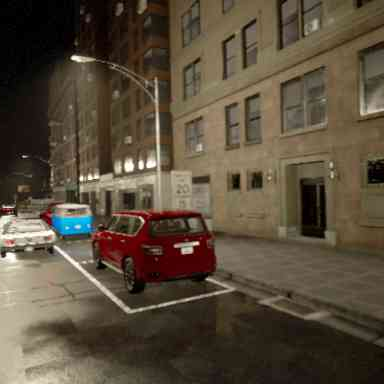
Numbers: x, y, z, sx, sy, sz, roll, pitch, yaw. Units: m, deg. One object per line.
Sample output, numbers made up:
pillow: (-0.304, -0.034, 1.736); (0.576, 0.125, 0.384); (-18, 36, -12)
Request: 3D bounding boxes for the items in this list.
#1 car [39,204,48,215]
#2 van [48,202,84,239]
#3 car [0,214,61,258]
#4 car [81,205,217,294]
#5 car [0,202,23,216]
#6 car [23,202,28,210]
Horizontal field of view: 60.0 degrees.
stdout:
car: (-9.517, 1.645, 23.457); (2.192, 1.841, 5.009); (-2, 0, -30)
van: (-6.773, 1.579, 18.687); (1.690, 1.788, 3.998); (-2, 0, -30)
car: (-7.090, 1.843, 14.127); (1.895, 1.301, 4.718); (-2, 0, -30)
car: (-1.286, 1.368, 9.146); (2.192, 1.841, 5.009); (-2, 0, -30)
car: (-21.923, 2.233, 39.878); (2.128, 1.511, 4.902); (-2, 0, -30)
car: (-31.546, 2.597, 61.766); (1.752, 1.417, 4.829); (-2, 0, -30)
